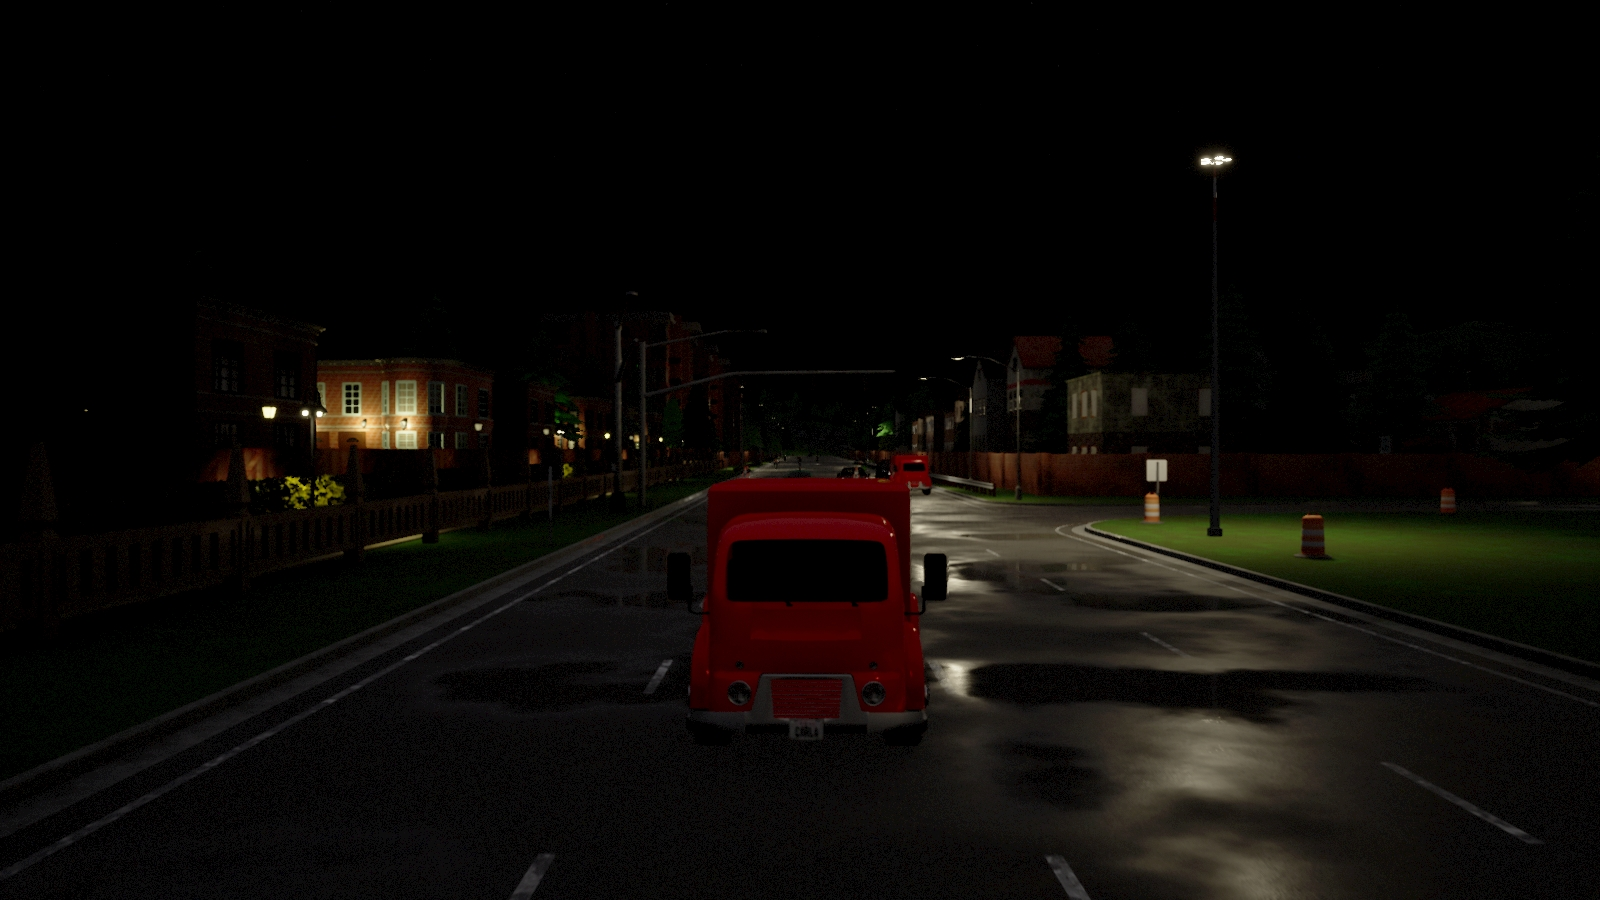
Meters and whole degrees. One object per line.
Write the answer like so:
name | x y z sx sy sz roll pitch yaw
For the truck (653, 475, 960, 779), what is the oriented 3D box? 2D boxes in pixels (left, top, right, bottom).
truck | 0.101 1.565 12.376 2.627 2.467 5.204 0 0 1
